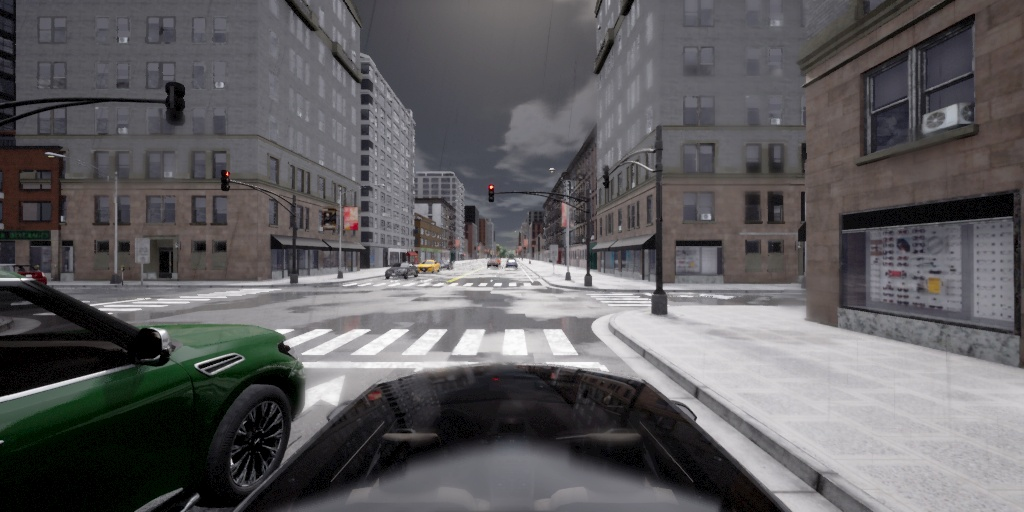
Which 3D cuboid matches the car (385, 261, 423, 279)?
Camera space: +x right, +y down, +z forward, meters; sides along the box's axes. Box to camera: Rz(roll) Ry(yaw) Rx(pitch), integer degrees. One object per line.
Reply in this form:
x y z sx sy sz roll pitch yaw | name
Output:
-9.871 1.279 32.444 1.812 1.442 4.674 0 0 2 | car

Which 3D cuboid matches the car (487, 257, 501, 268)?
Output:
-3.302 1.349 61.892 1.895 1.301 4.718 0 0 0 | car

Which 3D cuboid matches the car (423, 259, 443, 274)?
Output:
-9.877 1.231 42.580 1.882 1.535 5.008 0 0 0 | car

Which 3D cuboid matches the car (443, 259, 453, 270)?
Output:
-9.883 1.242 52.752 2.128 1.511 4.902 0 0 0 | car

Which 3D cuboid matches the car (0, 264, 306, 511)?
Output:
-3.148 0.971 1.232 2.150 2.045 5.566 0 0 0 | car

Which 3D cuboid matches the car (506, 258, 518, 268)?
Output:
-0.052 1.312 61.865 1.994 1.385 4.181 0 0 0 | car
